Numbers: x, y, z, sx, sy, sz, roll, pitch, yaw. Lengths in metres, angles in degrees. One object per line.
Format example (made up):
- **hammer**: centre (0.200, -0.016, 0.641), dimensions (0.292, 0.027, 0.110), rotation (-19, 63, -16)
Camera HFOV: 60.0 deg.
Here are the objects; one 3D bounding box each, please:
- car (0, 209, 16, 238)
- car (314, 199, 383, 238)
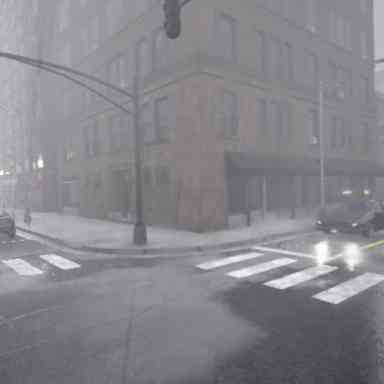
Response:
- **car**: centre (-9.764, 1.465, 15.969), dimensions (2.008, 1.369, 4.403), rotation (-2, 2, -40)
- **car**: centre (7.463, 1.015, 14.455), dimensions (5.357, 1.411, 2.033), rotation (-3, 2, -40)
